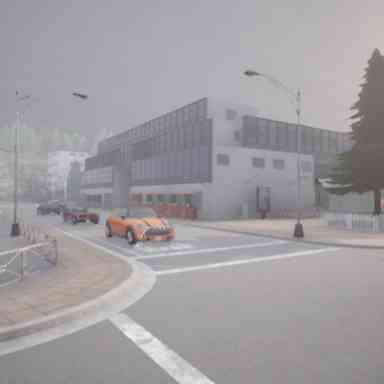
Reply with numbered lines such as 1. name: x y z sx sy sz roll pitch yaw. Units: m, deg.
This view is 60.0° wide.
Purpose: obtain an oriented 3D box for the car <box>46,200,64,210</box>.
1. car: -21.852 1.993 52.920 1.837 1.490 4.892 1 -1 -33

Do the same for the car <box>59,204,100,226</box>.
1. car: -8.743 1.843 26.043 1.895 1.301 4.718 1 -1 -33

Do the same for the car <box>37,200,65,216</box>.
1. car: -16.090 1.939 37.420 1.895 1.301 4.718 1 -1 -33

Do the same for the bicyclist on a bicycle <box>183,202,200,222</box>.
1. bicyclist on a bicycle: -0.007 1.584 26.320 1.656 1.620 0.582 0 -1 -33

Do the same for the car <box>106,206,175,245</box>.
1. car: -2.692 1.515 16.712 2.097 1.767 4.553 1 -1 -33

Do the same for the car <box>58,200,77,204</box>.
1. car: -16.420 1.965 44.617 2.033 1.411 5.357 1 -1 -32
